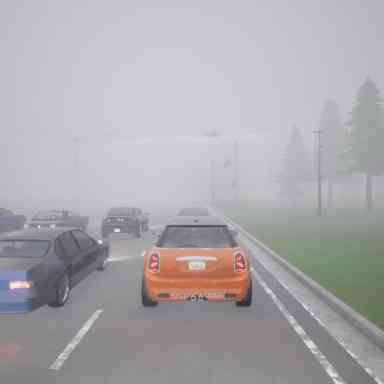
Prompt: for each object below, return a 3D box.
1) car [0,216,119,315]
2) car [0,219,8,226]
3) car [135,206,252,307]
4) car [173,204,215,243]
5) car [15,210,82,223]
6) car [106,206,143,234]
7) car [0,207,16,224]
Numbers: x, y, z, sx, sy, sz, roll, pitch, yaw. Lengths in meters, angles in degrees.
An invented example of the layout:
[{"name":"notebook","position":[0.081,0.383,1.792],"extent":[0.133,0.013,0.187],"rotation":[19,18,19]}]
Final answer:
[{"name":"car","position":[-3.407,1.547,7.870],"extent":[2.033,1.411,5.357],"rotation":[0,0,0]},{"name":"car","position":[-6.918,1.601,8.260],"extent":[1.895,1.301,4.718],"rotation":[0,0,0]},{"name":"car","position":[0.092,1.352,8.145],"extent":[2.097,1.767,4.553],"rotation":[0,0,0]},{"name":"car","position":[0.082,1.478,17.172],"extent":[1.882,1.535,5.008],"rotation":[0,0,0]},{"name":"car","position":[-6.918,1.601,17.364],"extent":[1.895,1.301,4.718],"rotation":[0,0,0]},{"name":"car","position":[-3.420,1.505,17.615],"extent":[1.837,1.490,4.892],"rotation":[0,0,0]},{"name":"car","position":[-10.419,1.478,17.160],"extent":[1.882,1.535,5.008],"rotation":[0,0,0]}]
